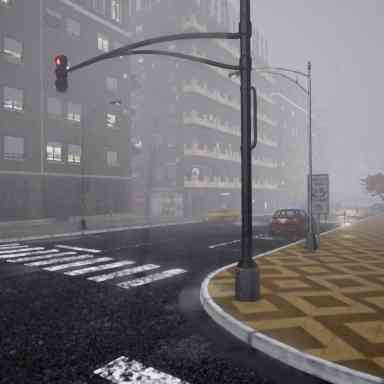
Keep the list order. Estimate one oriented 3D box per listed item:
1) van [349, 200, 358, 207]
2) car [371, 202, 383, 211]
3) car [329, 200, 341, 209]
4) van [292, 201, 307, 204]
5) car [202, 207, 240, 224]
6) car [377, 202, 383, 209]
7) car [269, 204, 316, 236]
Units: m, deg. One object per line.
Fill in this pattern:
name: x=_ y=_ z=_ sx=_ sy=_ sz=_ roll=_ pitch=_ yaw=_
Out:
van: x=41.597 y=2.881 z=85.609 sx=1.690 sy=1.788 sz=3.998 roll=-2 pitch=-2 yaw=35
car: x=32.247 y=2.582 z=57.674 sx=1.947 sy=1.339 sz=4.313 roll=-2 pitch=-2 yaw=35
car: x=28.672 y=2.501 z=67.074 sx=2.192 sy=1.841 sz=5.009 roll=-2 pitch=-2 yaw=35
van: x=15.711 y=2.173 z=48.562 sx=1.690 sy=1.788 sz=3.998 roll=-2 pitch=-2 yaw=35
car: x=2.655 y=2.001 z=29.906 sx=1.752 sy=1.417 sz=4.829 roll=-2 pitch=-2 yaw=35
car: x=38.727 y=2.744 z=66.930 sx=2.008 sy=1.369 sz=4.403 roll=-2 pitch=-2 yaw=35
car: x=6.324 y=1.750 z=20.656 sx=1.967 sy=1.590 sz=4.097 roll=-2 pitch=-2 yaw=35
